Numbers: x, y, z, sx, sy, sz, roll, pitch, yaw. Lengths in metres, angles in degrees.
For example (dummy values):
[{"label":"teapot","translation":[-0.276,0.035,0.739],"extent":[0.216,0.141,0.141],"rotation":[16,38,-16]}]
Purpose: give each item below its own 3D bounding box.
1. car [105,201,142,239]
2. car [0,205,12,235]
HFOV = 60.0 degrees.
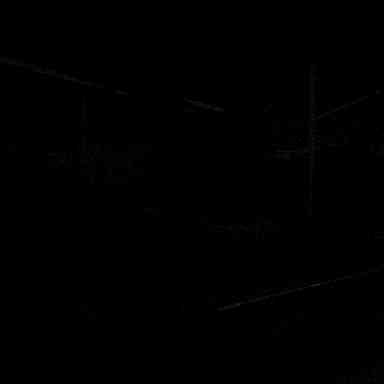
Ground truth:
[{"label":"car","translation":[-4.353,1.448,18.338],"extent":[1.905,1.878,3.866],"rotation":[1,0,-36]},{"label":"car","translation":[-11.482,1.523,18.600],"extent":[2.242,1.667,4.611],"rotation":[1,0,-36]}]
